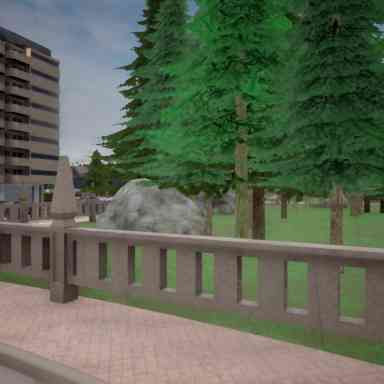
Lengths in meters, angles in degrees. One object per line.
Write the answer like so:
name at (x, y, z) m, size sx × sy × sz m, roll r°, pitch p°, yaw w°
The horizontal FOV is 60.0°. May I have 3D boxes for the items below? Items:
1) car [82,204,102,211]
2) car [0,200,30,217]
car at (-13.164, 1.407, 41.022) m, size 2.097 × 1.767 × 4.553 m, roll 0°, pitch 0°, yaw 26°
car at (-17.348, 1.619, 32.241) m, size 1.994 × 1.385 × 4.181 m, roll 0°, pitch 0°, yaw 26°
